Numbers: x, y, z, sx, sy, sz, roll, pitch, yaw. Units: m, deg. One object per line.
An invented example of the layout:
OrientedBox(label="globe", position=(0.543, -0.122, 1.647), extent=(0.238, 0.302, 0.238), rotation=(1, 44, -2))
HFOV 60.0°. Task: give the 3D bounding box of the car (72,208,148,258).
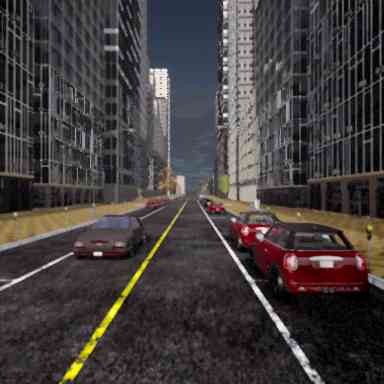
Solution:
OrientedBox(label="car", position=(-2.994, 1.603, 13.276), extent=(2.033, 1.411, 5.357), rotation=(0, 0, 0))

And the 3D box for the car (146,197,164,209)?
OrientedBox(label="car", position=(-5.666, 1.729, 48.451), extent=(1.887, 1.381, 4.507), rotation=(0, 0, 0))

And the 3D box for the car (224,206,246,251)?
OrientedBox(label="car", position=(2.698, 1.500, 14.286), extent=(1.967, 1.590, 4.097), rotation=(0, 0, 0))

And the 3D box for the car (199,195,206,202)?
OrientedBox(label="car", position=(2.722, 1.800, 65.517), extent=(1.947, 1.339, 4.313), rotation=(0, 0, 0))

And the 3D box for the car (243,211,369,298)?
OrientedBox(label="car", position=(2.695, 1.477, 8.594), extent=(1.967, 1.590, 4.097), rotation=(0, 0, 0))

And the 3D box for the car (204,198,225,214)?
OrientedBox(label="car", position=(2.709, 1.692, 37.056), extent=(1.887, 1.381, 4.507), rotation=(0, 0, 0))

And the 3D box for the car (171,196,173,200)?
OrientedBox(label="car", position=(-5.656, 1.816, 71.221), extent=(1.947, 1.339, 4.313), rotation=(0, 0, 0))

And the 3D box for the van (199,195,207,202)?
OrientedBox(label="van", position=(2.731, 1.619, 82.596), extent=(1.690, 1.788, 3.998), rotation=(0, 0, 0))

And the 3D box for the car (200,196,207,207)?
OrientedBox(label="car", position=(2.717, 1.767, 54.133), extent=(1.947, 1.339, 4.313), rotation=(0, 0, 0))

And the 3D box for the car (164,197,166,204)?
OrientedBox(label="car", position=(-5.664, 1.783, 54.144), extent=(1.802, 1.307, 4.206), rotation=(0, 0, 0))

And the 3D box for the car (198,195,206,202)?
OrientedBox(label="car", position=(2.733, 1.731, 88.286), extent=(1.967, 1.590, 4.097), rotation=(0, 0, 0))

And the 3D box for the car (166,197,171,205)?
OrientedBox(label="car", position=(-5.658, 1.779, 65.529), extent=(1.887, 1.381, 4.507), rotation=(0, 0, 0))
